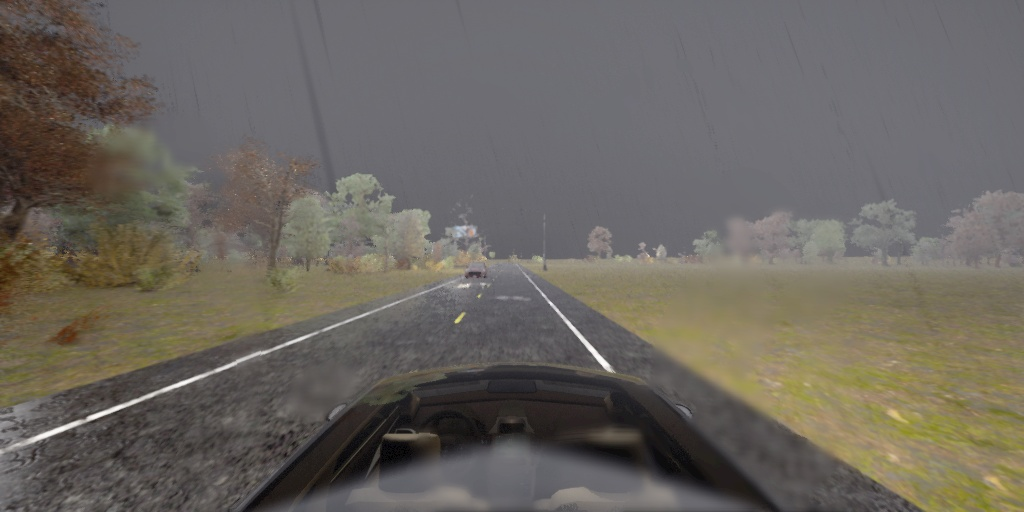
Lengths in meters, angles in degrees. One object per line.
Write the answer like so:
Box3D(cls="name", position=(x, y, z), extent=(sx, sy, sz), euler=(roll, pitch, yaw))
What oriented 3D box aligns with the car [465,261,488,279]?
Box3D(cls="car", position=(-3.595, 1.420, 36.958), extent=(2.097, 1.767, 4.553), euler=(0, 0, 0))
